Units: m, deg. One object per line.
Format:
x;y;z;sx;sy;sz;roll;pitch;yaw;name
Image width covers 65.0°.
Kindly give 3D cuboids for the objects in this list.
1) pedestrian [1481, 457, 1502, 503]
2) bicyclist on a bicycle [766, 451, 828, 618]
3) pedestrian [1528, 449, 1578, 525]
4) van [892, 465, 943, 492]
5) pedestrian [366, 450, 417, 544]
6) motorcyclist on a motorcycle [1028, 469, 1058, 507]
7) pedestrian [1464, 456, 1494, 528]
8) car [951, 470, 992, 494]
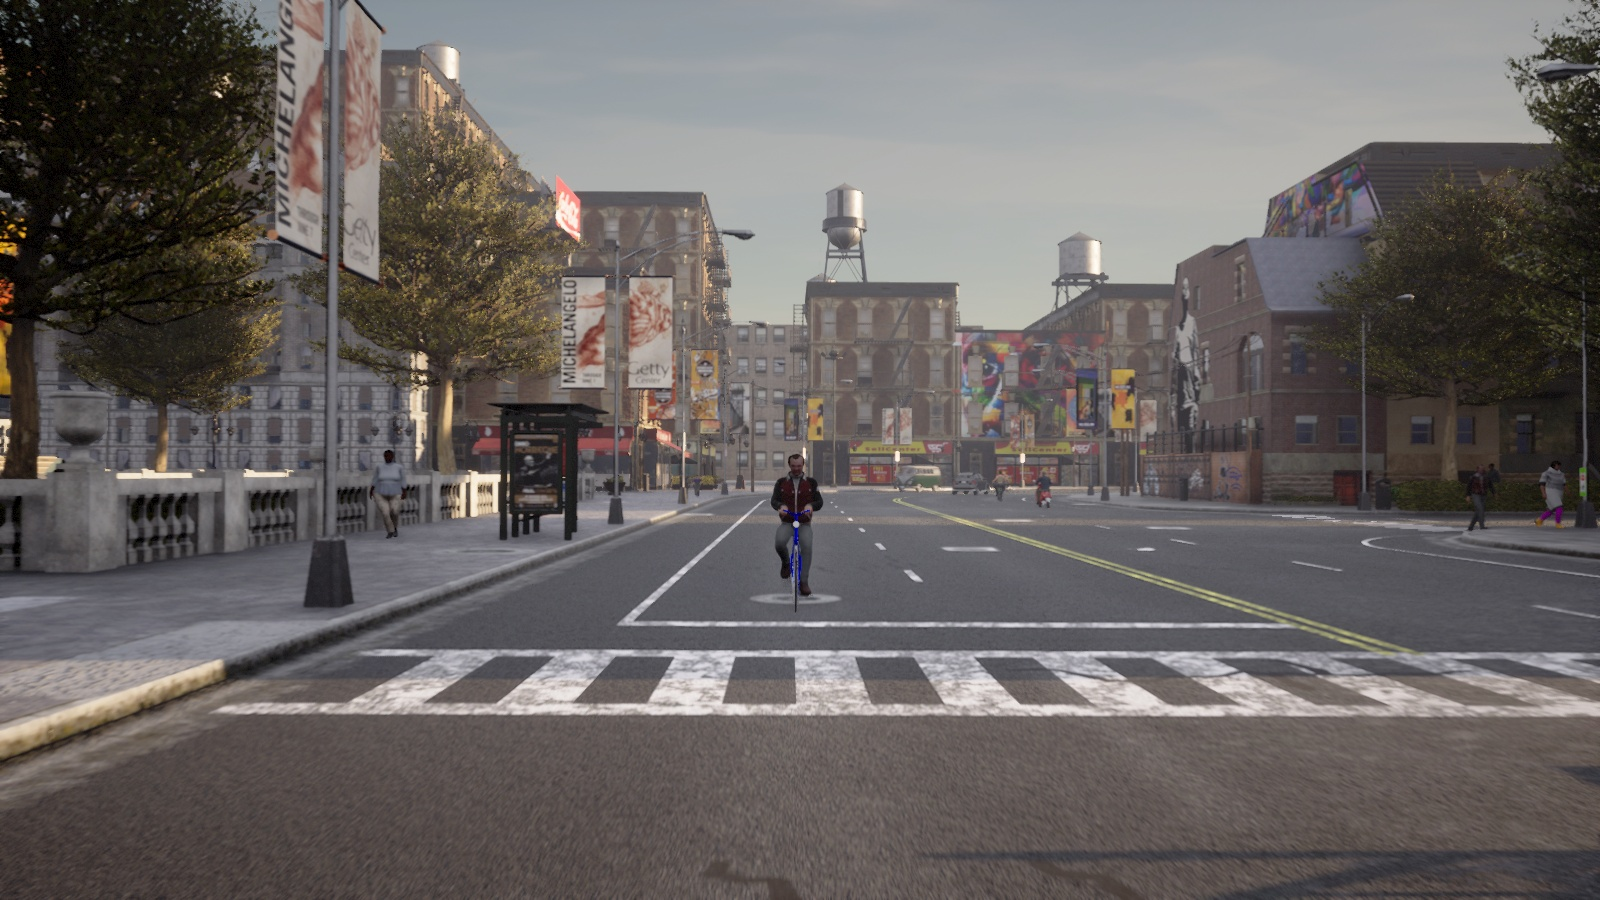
27.817;1.206;50.528;0.614;1.847;0.353;0;-1;-10;pedestrian
-0.037;0.925;14.309;0.659;1.776;1.843;0;-1;0;bicyclist on a bicycle
19.495;0.950;32.530;0.659;1.952;0.873;0;-1;-22;pedestrian
8.837;2.109;94.182;1.775;1.987;4.442;-1;-1;35;van
-8.226;0.928;25.316;0.874;1.855;0.900;0;-1;-11;pedestrian
10.458;1.631;54.025;0.866;1.590;1.817;0;-1;-3;motorcyclist on a motorcycle
17.749;1.091;32.847;0.376;1.854;0.720;0;-1;0;pedestrian
11.636;2.170;84.991;1.789;1.549;3.705;-1;-1;25;car
